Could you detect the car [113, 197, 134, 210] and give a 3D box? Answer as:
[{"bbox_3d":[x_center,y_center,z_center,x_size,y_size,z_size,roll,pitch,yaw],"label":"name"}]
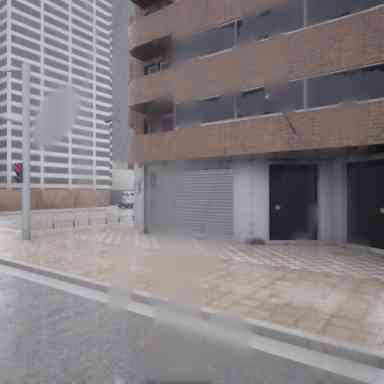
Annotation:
[{"bbox_3d":[-7.244,1.601,42.488,1.895,1.301,4.718,0,0,36],"label":"car"}]
